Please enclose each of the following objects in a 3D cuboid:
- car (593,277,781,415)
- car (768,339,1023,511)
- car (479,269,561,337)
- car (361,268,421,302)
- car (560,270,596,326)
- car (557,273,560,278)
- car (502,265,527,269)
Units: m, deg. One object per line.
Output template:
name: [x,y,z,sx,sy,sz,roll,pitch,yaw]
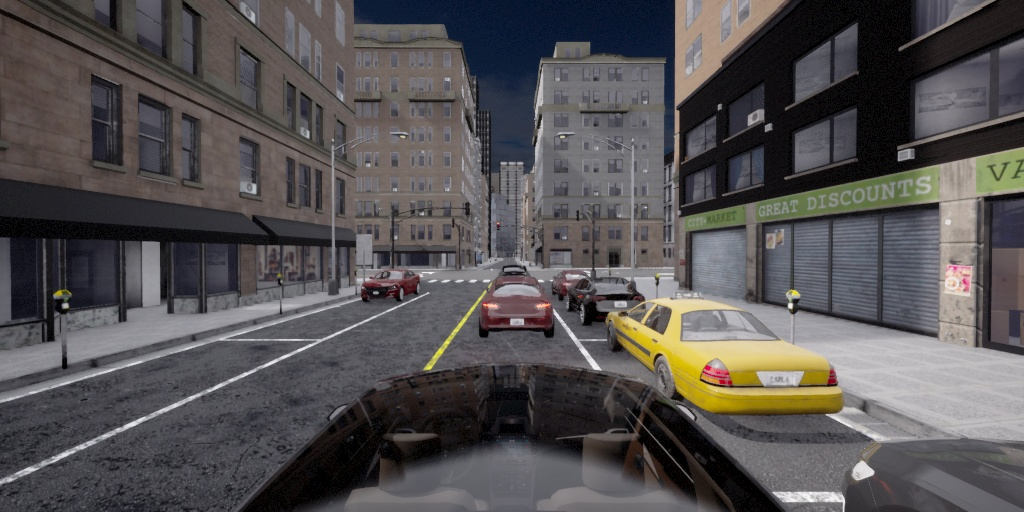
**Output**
car: [2.879,1.274,6.147,1.751,1.417,4.829,0,0,0]
car: [2.872,1.301,0.391,2.007,1.370,4.403,0,0,0]
car: [0.103,1.273,10.128,1.812,1.442,4.674,0,0,0]
car: [-5.653,1.290,17.156,1.888,1.381,4.507,0,0,0]
car: [2.885,1.313,11.563,1.948,1.339,4.313,0,0,0]
car: [2.892,1.327,17.149,1.802,1.307,4.207,0,0,0]
car: [0.119,1.249,20.407,1.837,1.490,4.892,0,0,0]
